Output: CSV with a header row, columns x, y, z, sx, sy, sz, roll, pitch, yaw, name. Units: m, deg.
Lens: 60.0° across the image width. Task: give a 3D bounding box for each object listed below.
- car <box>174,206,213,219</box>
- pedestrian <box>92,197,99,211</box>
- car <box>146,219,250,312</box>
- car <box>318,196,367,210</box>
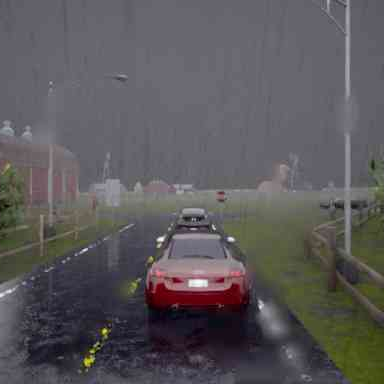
x,y,z,sx,sy,sz,roll,pitch,yaw,name
0.081,1.499,17.829,1.837,1.490,4.892,0,0,0,car
-11.207,1.473,38.490,0.375,1.860,0.375,0,0,4,pedestrian
0.099,1.561,7.811,1.994,1.385,4.181,0,0,0,car
16.098,1.182,35.682,5.008,1.535,1.882,-1,0,-4,car
